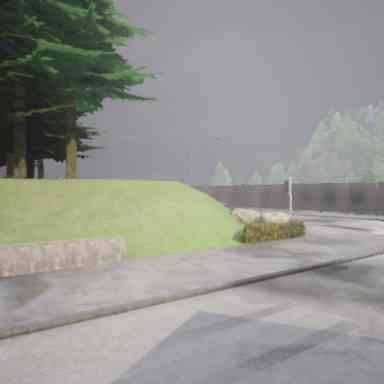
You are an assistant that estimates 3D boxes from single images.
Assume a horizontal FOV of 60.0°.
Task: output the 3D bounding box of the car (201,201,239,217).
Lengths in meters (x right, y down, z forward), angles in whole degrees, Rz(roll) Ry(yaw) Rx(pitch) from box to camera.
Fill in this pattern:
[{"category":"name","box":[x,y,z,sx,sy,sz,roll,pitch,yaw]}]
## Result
[{"category":"car","box":[2.726,1.571,31.994,1.994,1.385,4.181,0,0,-36]}]
